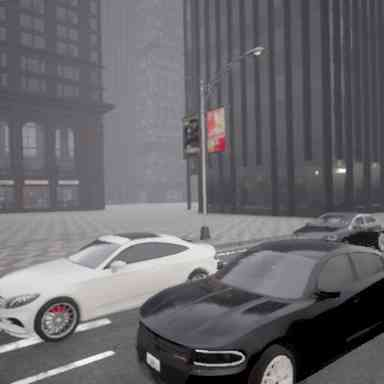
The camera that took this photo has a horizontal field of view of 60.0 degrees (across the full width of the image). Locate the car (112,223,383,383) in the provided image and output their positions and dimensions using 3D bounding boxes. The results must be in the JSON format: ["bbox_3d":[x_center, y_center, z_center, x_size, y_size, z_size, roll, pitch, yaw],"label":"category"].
[{"bbox_3d":[1.569,1.506,5.032,5.008,1.535,1.882,0,-1,-38],"label":"car"}]

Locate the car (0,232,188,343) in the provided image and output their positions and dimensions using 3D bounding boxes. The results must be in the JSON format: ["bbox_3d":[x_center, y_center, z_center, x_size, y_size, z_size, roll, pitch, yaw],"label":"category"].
[{"bbox_3d":[-1.412,1.602,6.796,4.674,1.442,1.812,0,-1,-39],"label":"car"}]

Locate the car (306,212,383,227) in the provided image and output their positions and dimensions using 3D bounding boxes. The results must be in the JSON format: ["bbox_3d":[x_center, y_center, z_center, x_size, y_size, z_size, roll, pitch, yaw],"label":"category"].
[{"bbox_3d":[5.671,1.526,12.587,4.902,1.511,2.128,0,-1,-39],"label":"car"}]
